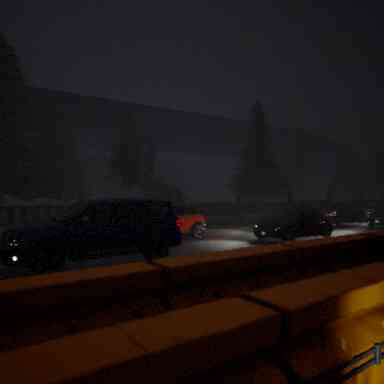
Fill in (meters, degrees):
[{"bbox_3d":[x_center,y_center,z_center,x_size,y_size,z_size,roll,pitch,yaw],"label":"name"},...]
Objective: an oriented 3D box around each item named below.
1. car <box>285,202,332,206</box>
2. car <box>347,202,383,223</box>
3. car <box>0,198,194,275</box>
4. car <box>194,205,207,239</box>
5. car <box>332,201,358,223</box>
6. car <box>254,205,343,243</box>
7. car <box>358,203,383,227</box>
[{"bbox_3d":[6.667,1.545,21.625,5.008,1.535,1.882,0,0,-36],"label":"car"},{"bbox_3d":[15.011,1.631,27.510,4.674,1.442,1.812,0,0,-35],"label":"car"},{"bbox_3d":[-2.911,1.235,10.528,5.566,2.045,2.150,0,0,-36],"label":"car"},{"bbox_3d":[-1.567,1.381,15.767,4.553,1.767,2.097,0,0,-35],"label":"car"},{"bbox_3d":[10.691,1.490,24.391,4.553,1.767,2.097,0,0,-35],"label":"car"},{"bbox_3d":[5.096,1.576,16.220,4.674,1.442,1.812,0,0,-35],"label":"car"},{"bbox_3d":[13.583,1.581,22.232,4.902,1.511,2.128,0,0,-35],"label":"car"}]
